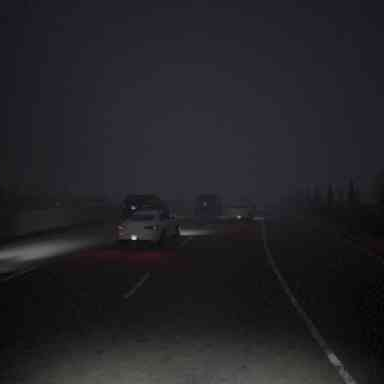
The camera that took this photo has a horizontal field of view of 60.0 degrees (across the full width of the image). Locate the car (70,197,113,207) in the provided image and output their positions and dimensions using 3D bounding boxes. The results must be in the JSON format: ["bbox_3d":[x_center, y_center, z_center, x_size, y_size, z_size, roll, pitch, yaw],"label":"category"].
[{"bbox_3d":[-9.366,1.312,32.123,2.097,1.767,4.553,0,0,12],"label":"car"}]

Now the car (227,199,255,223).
[{"bbox_3d":[3.724,1.530,25.527,1.812,1.442,4.674,0,0,11],"label":"car"}]

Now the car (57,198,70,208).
[{"bbox_3d":[-14.654,1.440,41.252,1.882,1.535,5.008,0,0,11],"label":"car"}]

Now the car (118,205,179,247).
[{"bbox_3d":[-1.837,1.515,15.022,1.812,1.442,4.674,0,0,10],"label":"car"}]

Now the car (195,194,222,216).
[{"bbox_3d":[1.704,1.217,33.309,2.150,2.045,5.566,0,0,11],"label":"car"}]

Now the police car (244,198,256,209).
[{"bbox_3d":[7.010,1.512,41.957,2.038,1.542,4.974,0,0,11],"label":"police car"}]

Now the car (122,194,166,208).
[{"bbox_3d":[-3.470,1.203,25.281,2.150,2.045,5.566,0,0,11],"label":"car"}]
